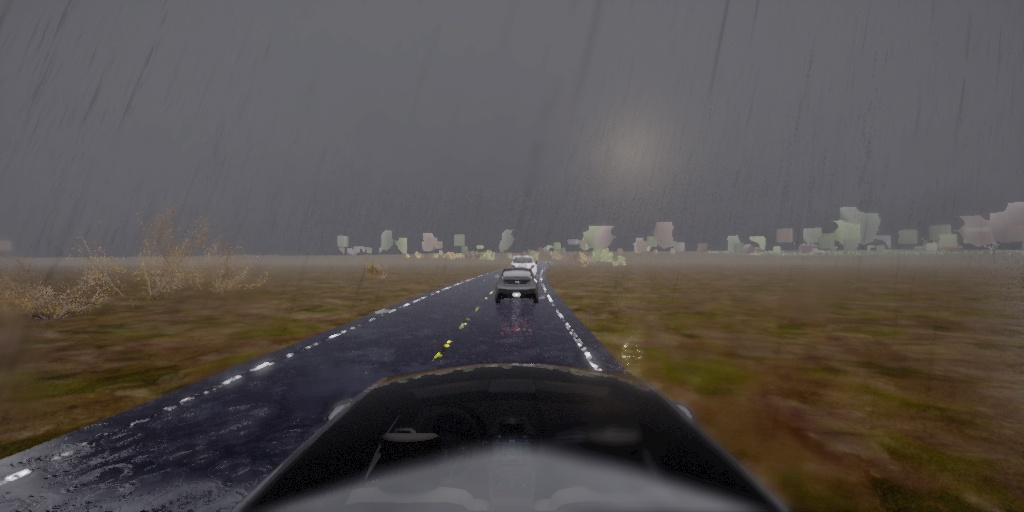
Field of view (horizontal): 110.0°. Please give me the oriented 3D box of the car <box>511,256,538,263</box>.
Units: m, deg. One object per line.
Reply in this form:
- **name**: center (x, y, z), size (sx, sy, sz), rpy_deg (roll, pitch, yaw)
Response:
- **car**: center (1.045, 1.005, 31.394), size (2.150, 2.045, 5.566), rpy_deg (0, 0, 4)

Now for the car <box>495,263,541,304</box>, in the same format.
- **car**: center (0.261, 1.265, 16.438), size (1.837, 1.490, 4.892), rpy_deg (0, 0, 2)
